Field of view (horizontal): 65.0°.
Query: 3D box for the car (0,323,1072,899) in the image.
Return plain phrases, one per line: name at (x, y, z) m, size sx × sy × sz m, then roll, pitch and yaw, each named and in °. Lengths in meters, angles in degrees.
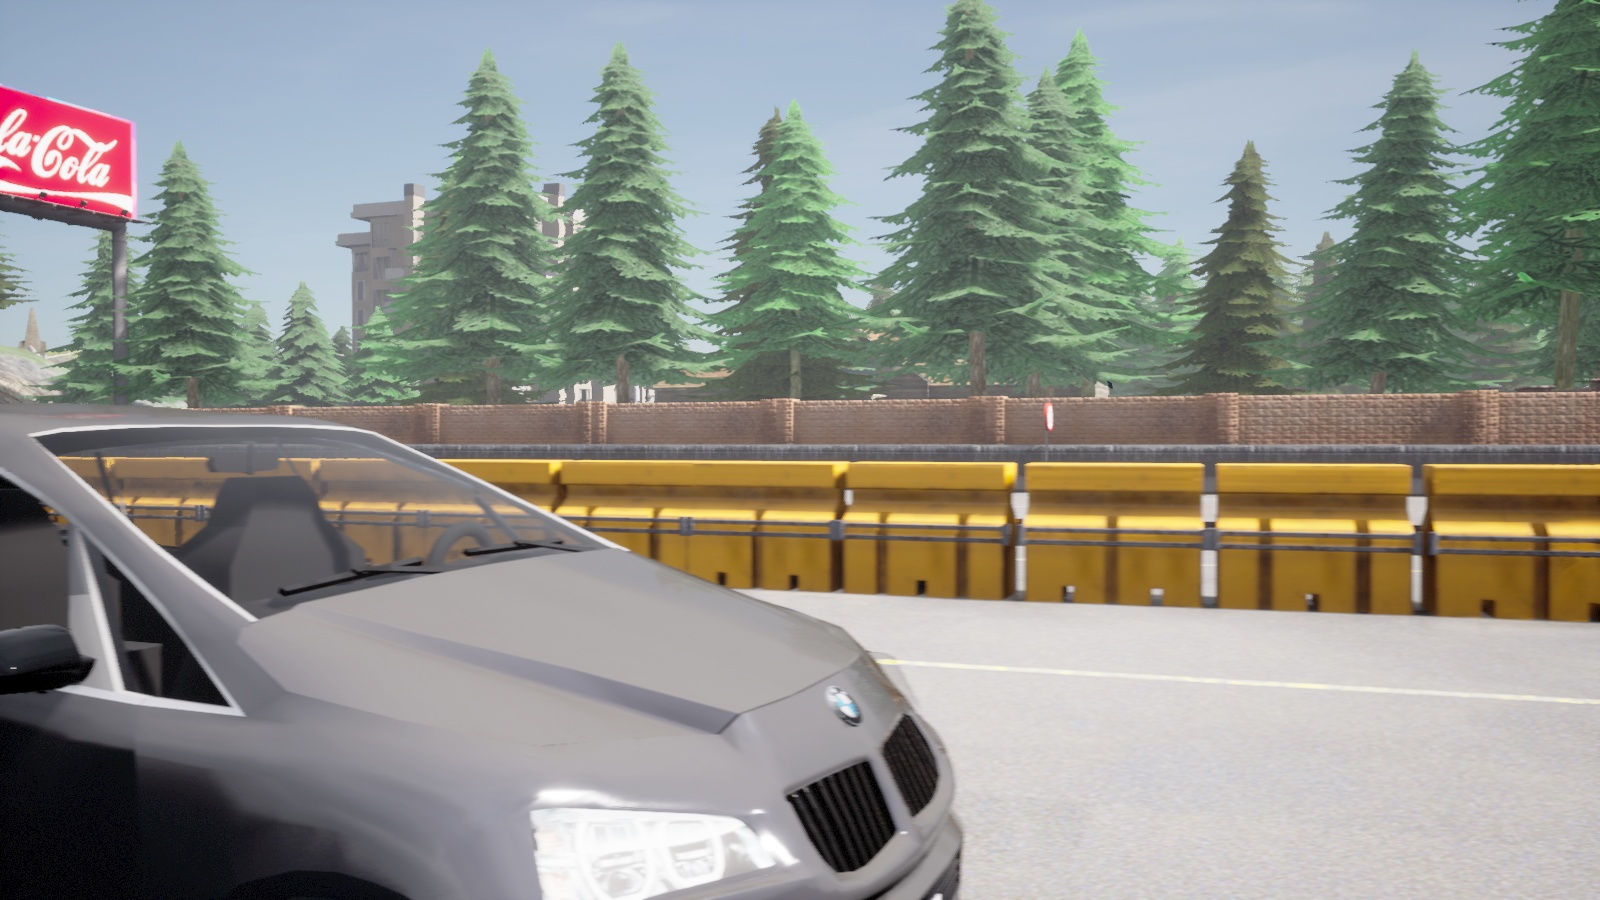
car at (-1.712, 0.605, 3.762) m, size 4.611 × 1.667 × 2.242 m, roll 1°, pitch 1°, yaw 22°
